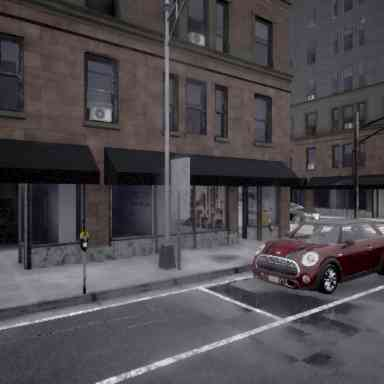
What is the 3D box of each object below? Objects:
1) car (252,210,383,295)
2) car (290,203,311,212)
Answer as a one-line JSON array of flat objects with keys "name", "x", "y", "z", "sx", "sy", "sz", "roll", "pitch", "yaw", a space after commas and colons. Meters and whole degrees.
[{"name": "car", "x": 3.464, "y": 1.440, "z": 8.670, "sx": 4.097, "sy": 1.590, "sz": 1.967, "roll": 0, "pitch": 0, "yaw": -36}, {"name": "car", "x": 7.071, "y": 1.537, "z": 24.623, "sx": 2.128, "sy": 1.511, "sz": 4.902, "roll": 0, "pitch": 0, "yaw": -35}]
